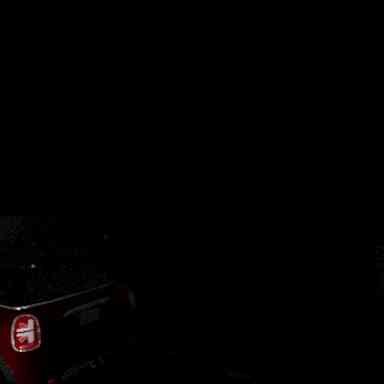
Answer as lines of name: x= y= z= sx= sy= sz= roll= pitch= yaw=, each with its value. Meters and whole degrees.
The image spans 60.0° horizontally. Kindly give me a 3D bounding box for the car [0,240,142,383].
car: x=-2.741 y=1.437 z=4.916 sx=4.097 sy=1.590 sz=1.967 roll=0 pitch=0 yaw=36
